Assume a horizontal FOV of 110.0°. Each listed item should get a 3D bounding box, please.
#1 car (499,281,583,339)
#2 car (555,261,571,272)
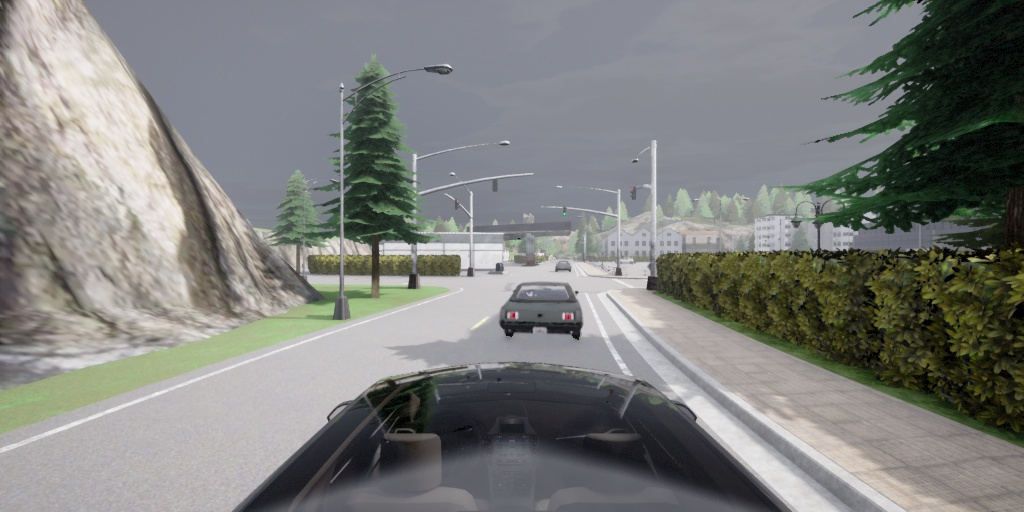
[{"bbox_3d":[0.931,1.351,10.085,1.895,1.301,4.718,0,0,8],"label":"car"},{"bbox_3d":[6.565,1.314,45.823,1.994,1.385,4.181,0,0,9],"label":"car"}]
